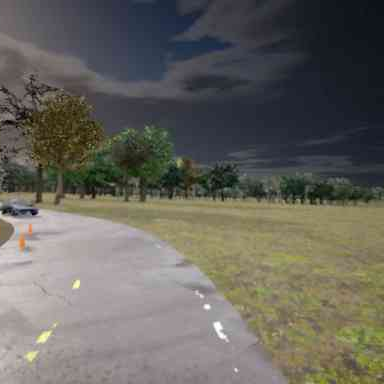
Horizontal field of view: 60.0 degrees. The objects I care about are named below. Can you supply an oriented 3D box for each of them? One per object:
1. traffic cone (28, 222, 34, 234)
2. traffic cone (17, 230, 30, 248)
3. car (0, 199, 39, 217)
[{"bbox_3d":[-8.511,1.880,17.533,0.340,0.580,0.340,0,0,-25],"label":"traffic cone"},{"bbox_3d":[-6.719,1.906,13.161,0.340,0.580,0.340,0,0,-19],"label":"traffic cone"},{"bbox_3d":[-15.481,1.373,29.705,2.033,1.411,5.357,1,0,-44],"label":"car"}]
